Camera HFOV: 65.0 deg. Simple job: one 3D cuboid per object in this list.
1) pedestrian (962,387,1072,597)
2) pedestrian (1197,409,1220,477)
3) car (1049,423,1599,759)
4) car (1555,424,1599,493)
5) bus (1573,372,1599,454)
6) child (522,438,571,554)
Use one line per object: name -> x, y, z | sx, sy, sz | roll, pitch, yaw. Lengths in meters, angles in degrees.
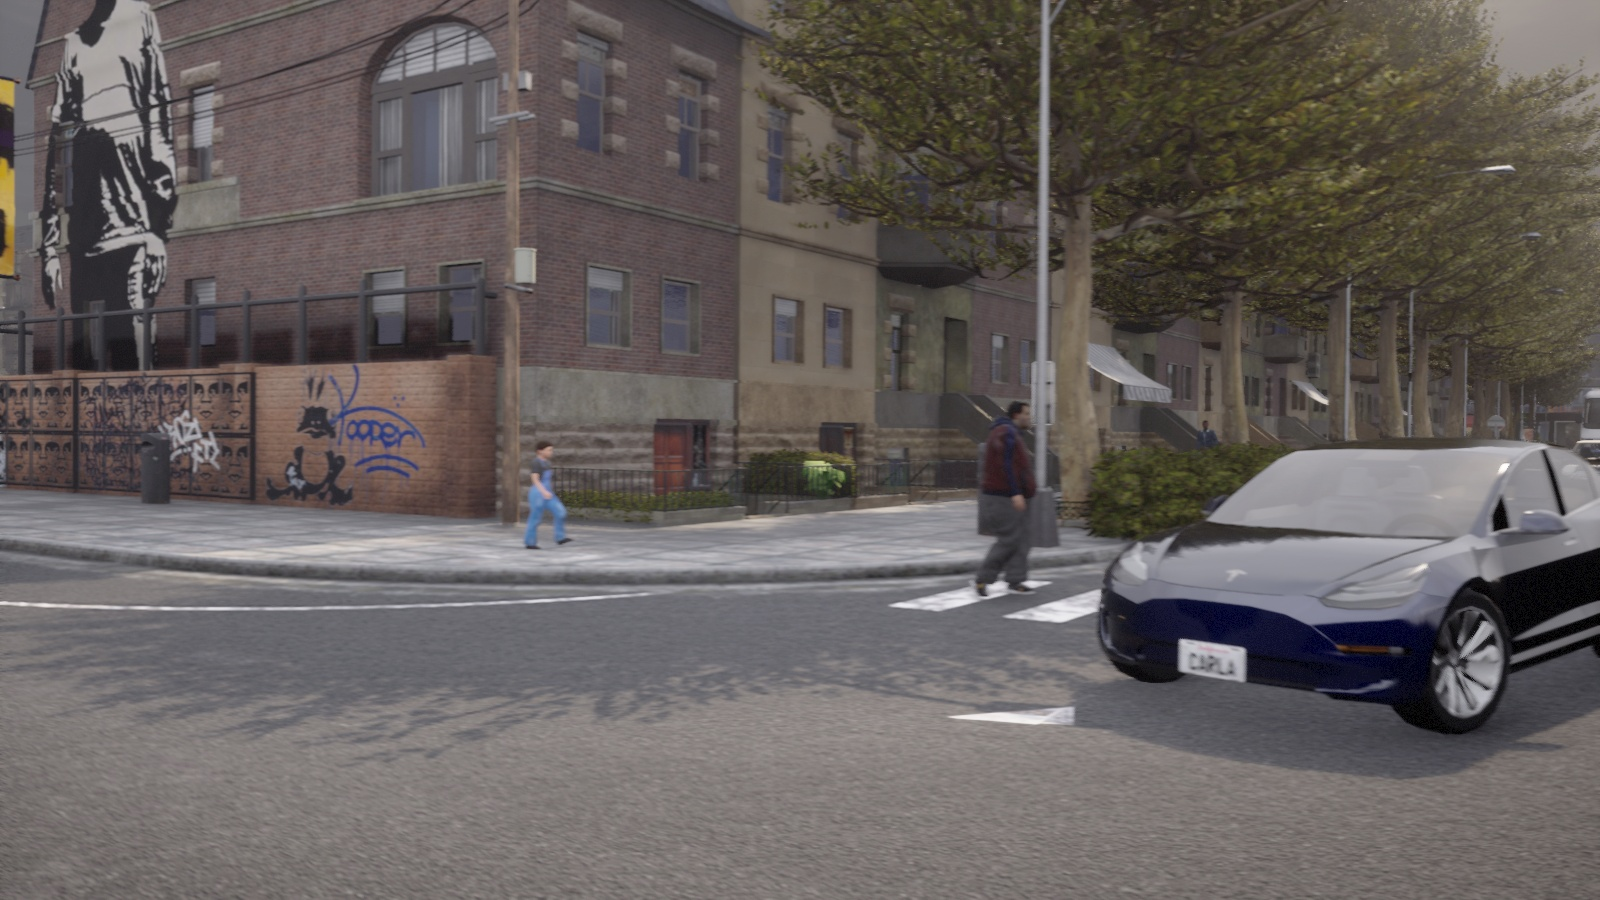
pedestrian -> 1.981, 0.364, 11.419 | 0.899, 1.844, 0.634 | 0, 1, 17
pedestrian -> 11.870, -0.218, 36.508 | 0.423, 1.949, 0.788 | 0, 1, 35
car -> 3.931, 0.587, 7.967 | 4.792, 1.488, 2.163 | -1, 1, -42
car -> 18.173, 0.148, 28.161 | 1.970, 1.475, 3.806 | 0, 1, 33
bus -> 44.651, -1.985, 68.495 | 3.944, 4.253, 10.273 | 0, 1, 33
child -> -2.811, 0.503, 13.945 | 0.437, 1.263, 0.270 | 0, 1, 18
